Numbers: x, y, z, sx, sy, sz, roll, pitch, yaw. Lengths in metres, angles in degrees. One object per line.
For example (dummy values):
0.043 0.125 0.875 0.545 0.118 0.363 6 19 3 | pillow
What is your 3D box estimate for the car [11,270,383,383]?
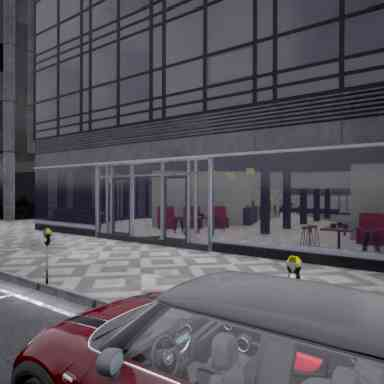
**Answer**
0.243 1.440 2.789 4.097 1.590 1.967 0 0 36 | car
